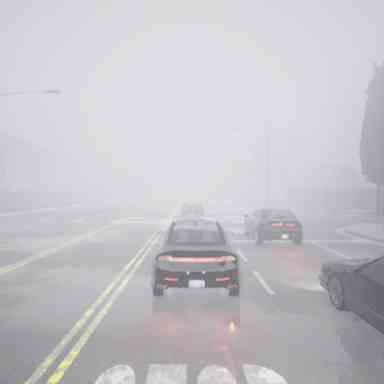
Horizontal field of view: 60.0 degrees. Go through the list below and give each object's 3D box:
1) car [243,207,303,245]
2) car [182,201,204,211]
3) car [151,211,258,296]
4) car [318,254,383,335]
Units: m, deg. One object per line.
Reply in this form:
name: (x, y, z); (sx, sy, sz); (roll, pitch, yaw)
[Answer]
car: (3.574, 1.453, 15.223); (1.837, 1.490, 4.892); (0, 0, 0)
car: (0.049, 1.498, 30.236); (1.895, 1.301, 4.718); (0, 0, 0)
car: (0.086, 1.462, 8.525); (2.128, 1.511, 4.902); (0, 0, 0)
car: (3.592, 1.532, 4.577); (2.033, 1.411, 5.357); (0, 0, 0)
